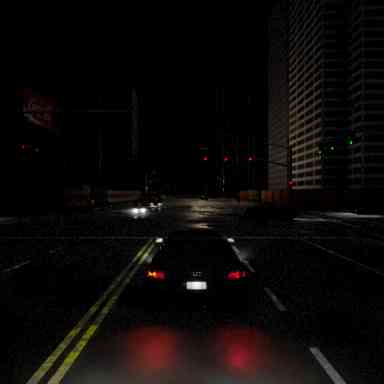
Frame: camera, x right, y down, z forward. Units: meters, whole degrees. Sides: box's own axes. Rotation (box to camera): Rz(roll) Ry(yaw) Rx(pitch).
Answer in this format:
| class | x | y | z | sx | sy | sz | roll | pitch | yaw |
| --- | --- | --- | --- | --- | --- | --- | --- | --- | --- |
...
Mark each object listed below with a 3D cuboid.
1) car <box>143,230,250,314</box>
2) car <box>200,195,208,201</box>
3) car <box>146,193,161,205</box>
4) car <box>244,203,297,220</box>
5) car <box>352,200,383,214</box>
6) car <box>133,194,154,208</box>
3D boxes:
| class | x | y | z | sx | sy | sz | roll | pitch | yaw |
| --- | --- | --- | --- | --- | --- | --- | --- | --- | --- |
| car | 0.076 | 1.564 | 7.685 | 1.994 | 1.385 | 4.181 | 0 | 0 | 0 |
| car | 3.268 | 1.525 | 87.523 | 2.128 | 1.511 | 4.902 | 0 | 0 | 0 |
| car | -7.229 | 1.221 | 58.018 | 2.150 | 2.045 | 5.566 | 0 | 0 | 0 |
| car | 6.349 | 1.564 | 27.166 | 4.181 | 1.385 | 1.994 | 0 | 0 | 0 |
| car | 19.626 | 1.547 | 34.471 | 5.357 | 1.411 | 2.033 | 0 | 0 | 0 |
| car | -7.214 | 1.491 | 48.065 | 2.128 | 1.511 | 4.902 | 0 | 0 | 0 |
